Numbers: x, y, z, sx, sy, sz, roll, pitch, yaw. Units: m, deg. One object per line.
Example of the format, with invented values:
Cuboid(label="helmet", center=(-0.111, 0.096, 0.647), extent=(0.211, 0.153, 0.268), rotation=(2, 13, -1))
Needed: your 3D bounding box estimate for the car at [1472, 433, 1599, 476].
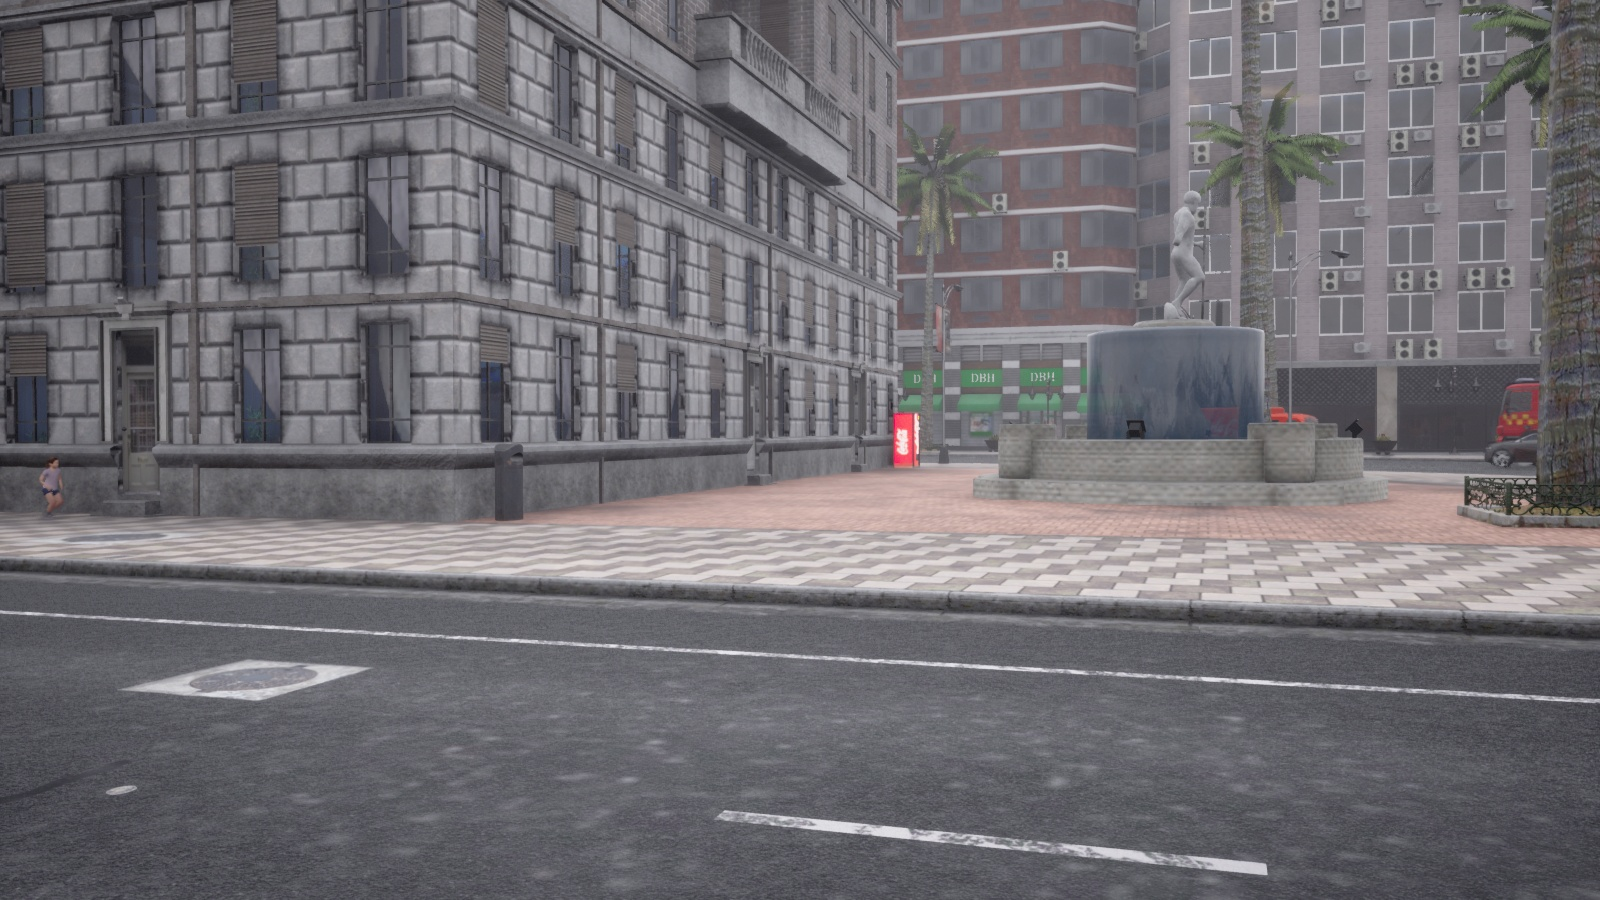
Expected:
Cuboid(label="car", center=(28.252, 0.133, 47.180), extent=(2.128, 1.511, 4.902), rotation=(0, 1, -31))

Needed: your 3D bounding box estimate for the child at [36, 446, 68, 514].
Cuboid(label="child", center=(-12.354, 0.485, 20.748), extent=(0.394, 1.110, 0.255), rotation=(0, 1, 16))

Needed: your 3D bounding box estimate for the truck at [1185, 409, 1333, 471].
Cuboid(label="truck", center=(19.213, -0.433, 52.742), extent=(5.204, 2.467, 2.627), rotation=(1, 1, 43))

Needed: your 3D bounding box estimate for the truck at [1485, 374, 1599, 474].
Cuboid(label="truck", center=(31.497, -0.999, 48.646), extent=(2.891, 3.827, 8.468), rotation=(0, 1, -29))
